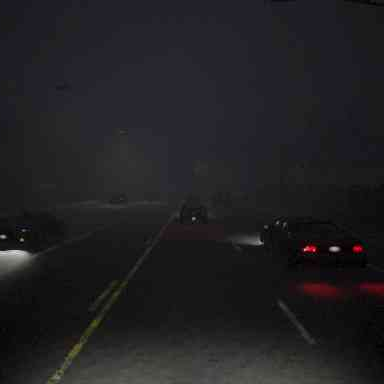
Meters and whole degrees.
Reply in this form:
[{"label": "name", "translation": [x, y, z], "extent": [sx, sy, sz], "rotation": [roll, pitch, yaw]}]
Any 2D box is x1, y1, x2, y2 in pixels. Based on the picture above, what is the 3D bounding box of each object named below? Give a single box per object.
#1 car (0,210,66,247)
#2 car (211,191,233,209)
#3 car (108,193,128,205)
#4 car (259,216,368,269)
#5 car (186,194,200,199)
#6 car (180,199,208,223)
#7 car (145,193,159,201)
[{"label": "car", "translation": [-7.091, 1.478, 14.470], "extent": [1.994, 1.385, 4.181], "rotation": [0, 0, 0]}, {"label": "car", "translation": [3.619, 0.906, 40.263], "extent": [2.150, 2.045, 5.566], "rotation": [0, 1, 0]}, {"label": "car", "translation": [-10.524, 0.903, 47.382], "extent": [2.097, 1.767, 4.553], "rotation": [0, 1, 0]}, {"label": "car", "translation": [3.606, 1.481, 10.917], "extent": [2.033, 1.411, 5.357], "rotation": [0, 0, 0]}, {"label": "car", "translation": [0.122, 1.006, 48.440], "extent": [1.882, 1.535, 5.008], "rotation": [0, 1, 0]}, {"label": "car", "translation": [0.112, 1.456, 24.217], "extent": [1.895, 1.301, 4.718], "rotation": [0, 0, 0]}, {"label": "car", "translation": [-6.973, 0.845, 58.207], "extent": [1.812, 1.442, 4.674], "rotation": [0, 2, 0]}]
